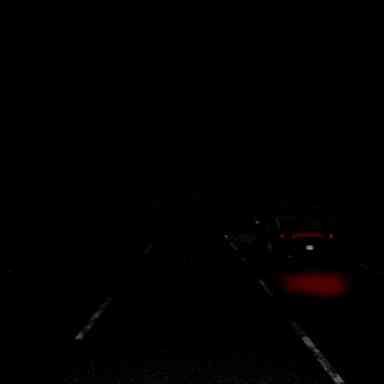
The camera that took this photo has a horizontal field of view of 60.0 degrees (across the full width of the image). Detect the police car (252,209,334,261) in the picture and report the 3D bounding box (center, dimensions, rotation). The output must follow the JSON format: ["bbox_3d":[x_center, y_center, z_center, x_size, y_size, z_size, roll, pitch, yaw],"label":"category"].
[{"bbox_3d":[3.509,1.460,12.505,1.930,1.638,5.238,0,0,0],"label":"police car"}]

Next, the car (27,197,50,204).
[{"bbox_3d":[-21.000,1.492,46.052,2.097,1.767,4.553,0,0,0],"label":"car"}]

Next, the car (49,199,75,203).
[{"bbox_3d":[-17.494,1.735,46.640,2.033,1.411,5.357,0,0,0],"label":"car"}]

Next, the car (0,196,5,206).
[{"bbox_3d":[-17.587,1.296,27.132,2.150,2.045,5.566,0,0,0],"label":"car"}]
